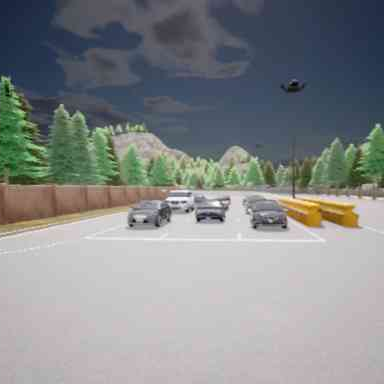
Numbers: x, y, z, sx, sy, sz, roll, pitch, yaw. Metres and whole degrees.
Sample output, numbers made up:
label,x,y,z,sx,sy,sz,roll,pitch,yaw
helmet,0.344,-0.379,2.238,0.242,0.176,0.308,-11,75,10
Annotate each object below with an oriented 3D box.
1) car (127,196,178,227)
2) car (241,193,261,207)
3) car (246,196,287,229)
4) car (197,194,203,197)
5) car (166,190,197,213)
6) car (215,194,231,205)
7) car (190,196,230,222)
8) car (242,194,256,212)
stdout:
label,x,y,z,sx,sy,sz,roll,pitch,yaw
car,-2.541,1.263,20.650,2.128,1.511,4.902,0,1,8
car,7.074,0.961,40.249,2.128,1.511,4.902,0,1,8
car,4.379,1.237,19.579,1.837,1.490,4.892,0,1,8
car,0.778,0.997,45.926,2.033,1.411,5.357,0,1,8
car,-1.133,0.856,31.462,2.150,2.045,5.566,0,1,8
car,4.280,1.027,45.638,1.895,1.301,4.718,0,1,8
car,1.391,1.254,23.684,2.033,1.411,5.357,0,1,8
car,5.589,1.118,28.901,1.837,1.490,4.892,0,1,7
